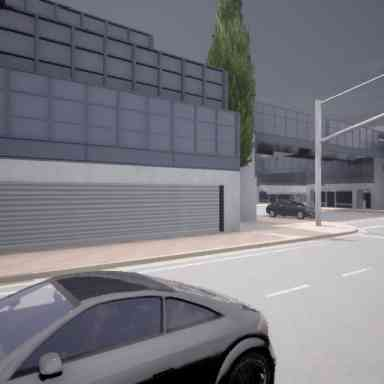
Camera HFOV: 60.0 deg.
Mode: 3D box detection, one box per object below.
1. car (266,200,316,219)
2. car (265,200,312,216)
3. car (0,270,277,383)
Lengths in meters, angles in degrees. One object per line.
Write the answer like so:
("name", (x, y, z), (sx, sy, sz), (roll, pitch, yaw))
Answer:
("car", (8.666, 1.505, 28.893), (1.837, 1.490, 4.892), (0, 0, -37))
("car", (9.633, 1.564, 33.445), (1.994, 1.385, 4.181), (0, 0, -37))
("car", (-1.136, 1.564, 3.196), (4.181, 1.385, 1.994), (0, 0, -36))
